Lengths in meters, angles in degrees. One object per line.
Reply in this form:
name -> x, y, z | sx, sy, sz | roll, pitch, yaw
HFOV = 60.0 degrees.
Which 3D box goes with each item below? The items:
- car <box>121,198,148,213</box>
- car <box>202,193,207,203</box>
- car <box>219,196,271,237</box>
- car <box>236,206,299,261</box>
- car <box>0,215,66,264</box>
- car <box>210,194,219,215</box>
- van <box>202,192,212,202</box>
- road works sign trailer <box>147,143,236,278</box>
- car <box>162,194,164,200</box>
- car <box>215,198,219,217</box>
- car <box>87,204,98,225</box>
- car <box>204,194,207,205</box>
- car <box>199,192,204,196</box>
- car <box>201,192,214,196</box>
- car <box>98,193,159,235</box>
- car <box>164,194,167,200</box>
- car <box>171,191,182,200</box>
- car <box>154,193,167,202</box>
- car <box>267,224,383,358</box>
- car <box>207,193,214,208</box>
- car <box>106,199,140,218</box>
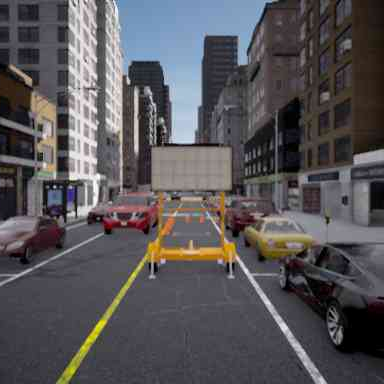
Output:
car -> -5.710, 1.281, 33.490 | 1.947, 1.339, 4.313 | 0, 0, 0
car -> 2.802, 1.173, 44.561 | 2.008, 1.369, 4.403 | 0, 0, 0
car -> 2.838, 1.171, 16.941 | 2.192, 1.841, 5.009 | 0, 0, 0
car -> 2.844, 1.427, 11.590 | 1.752, 1.417, 4.829 | 0, 0, 0
car -> -5.682, 1.485, 11.391 | 1.802, 1.307, 4.206 | 0, 0, 0
car -> 2.823, 1.202, 27.990 | 1.967, 1.590, 4.097 | 0, 0, 0
van -> 2.781, 0.823, 61.129 | 1.690, 1.788, 3.998 | 0, 0, 0
road works sign trailer -> -0.012, 0.381, 9.788 | 2.380, 3.560, 2.880 | 0, 0, 0
car -> -5.731, 1.157, 50.065 | 1.802, 1.307, 4.206 | 0, 0, 0
car -> 2.830, 1.333, 22.637 | 1.752, 1.417, 4.829 | 0, 0, 0
car -> -5.696, 1.354, 22.441 | 1.887, 1.381, 4.507 | 0, 0, 0
car -> 2.809, 1.219, 39.037 | 2.008, 1.369, 4.403 | 0, 0, 0
car -> 2.788, 0.843, 55.606 | 2.192, 1.841, 5.009 | 0, 0, 0
car -> 2.795, 1.141, 50.084 | 1.947, 1.339, 4.313 | 0, 0, 0
car -> -3.122, 1.068, 17.988 | 2.150, 2.045, 5.566 | 0, 0, 0
car -> -5.739, 1.094, 55.590 | 1.947, 1.339, 4.313 | 0, 0, 0
car -> -3.083, 1.052, 64.879 | 1.895, 1.301, 4.718 | 0, 0, 0
car -> -5.746, 0.921, 61.114 | 1.967, 1.590, 4.097 | 0, 0, 0
car -> 2.852, 1.515, 5.897 | 1.947, 1.339, 4.313 | 0, 0, 0
car -> 2.816, 1.156, 33.513 | 1.967, 1.590, 4.097 | 0, 0, 0
car -> -5.703, 1.328, 27.966 | 1.947, 1.339, 4.313 | 0, 0, 0
